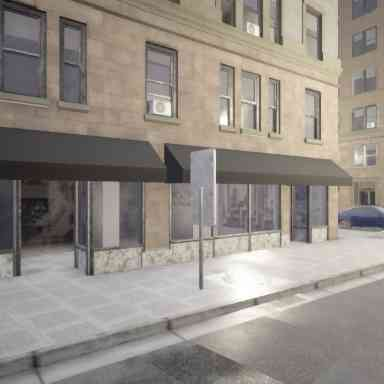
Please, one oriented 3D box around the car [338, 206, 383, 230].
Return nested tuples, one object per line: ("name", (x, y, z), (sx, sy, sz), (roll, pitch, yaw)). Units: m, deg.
("car", (10.770, 1.551, 19.568), (1.812, 1.442, 4.674), (0, 0, -39))
